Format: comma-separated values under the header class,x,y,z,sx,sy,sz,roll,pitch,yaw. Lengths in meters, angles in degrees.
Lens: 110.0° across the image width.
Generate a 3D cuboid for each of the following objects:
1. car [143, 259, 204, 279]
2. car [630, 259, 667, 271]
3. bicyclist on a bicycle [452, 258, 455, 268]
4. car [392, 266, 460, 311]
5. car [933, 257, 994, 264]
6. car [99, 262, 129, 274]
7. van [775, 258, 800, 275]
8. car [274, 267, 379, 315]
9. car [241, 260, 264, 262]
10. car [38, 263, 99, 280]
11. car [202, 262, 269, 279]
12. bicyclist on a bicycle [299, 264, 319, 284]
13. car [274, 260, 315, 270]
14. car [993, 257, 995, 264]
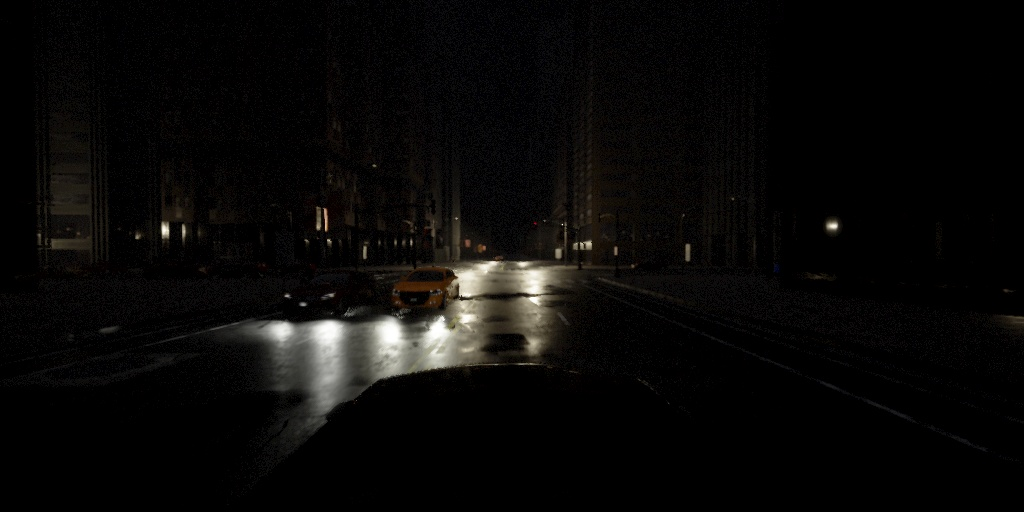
class,x,y,z,sx,sy,sz,roll,pitch,yaw
car,-30.148,1.181,32.308,5.009,1.841,2.192,0,0,0
car,16.687,1.044,43.954,4.097,1.591,1.967,0,0,0
bicyclist on a bicycle,-8.741,1.134,53.546,0.582,1.620,1.656,0,0,0
car,-3.327,1.212,14.679,1.882,1.535,5.008,0,0,0
car,43.843,1.148,35.273,4.097,1.591,1.967,0,0,0
car,-46.423,1.338,40.825,4.507,1.381,1.888,0,0,0
van,27.522,1.064,35.367,3.998,1.789,1.690,0,0,0
car,-6.581,1.262,13.634,1.812,1.442,4.674,0,0,0
car,-30.148,1.173,40.832,4.097,1.591,1.967,0,0,0
car,-40.830,1.431,32.303,4.829,1.417,1.751,0,0,0
car,-24.722,1.413,32.310,4.313,1.339,1.948,0,0,0
bicyclist on a bicycle,-8.748,1.187,15.523,0.582,1.620,1.656,0,1,0
car,-24.723,1.154,40.834,4.097,1.591,1.967,0,0,0
car,49.284,1.025,35.242,5.009,1.841,2.192,0,0,0
